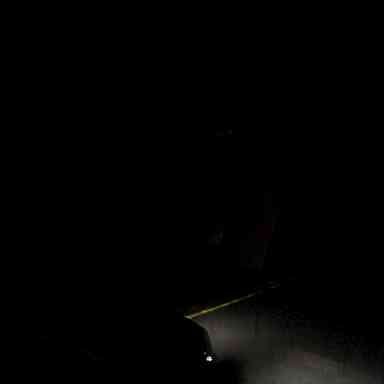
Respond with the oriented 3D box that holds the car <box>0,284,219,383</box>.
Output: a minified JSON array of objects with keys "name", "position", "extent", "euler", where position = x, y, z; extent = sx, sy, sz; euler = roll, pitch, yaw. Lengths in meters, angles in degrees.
[{"name":"car","position":[-1.970,1.521,2.582],"extent":[4.892,1.490,1.837],"euler":[1,0,-36]}]
